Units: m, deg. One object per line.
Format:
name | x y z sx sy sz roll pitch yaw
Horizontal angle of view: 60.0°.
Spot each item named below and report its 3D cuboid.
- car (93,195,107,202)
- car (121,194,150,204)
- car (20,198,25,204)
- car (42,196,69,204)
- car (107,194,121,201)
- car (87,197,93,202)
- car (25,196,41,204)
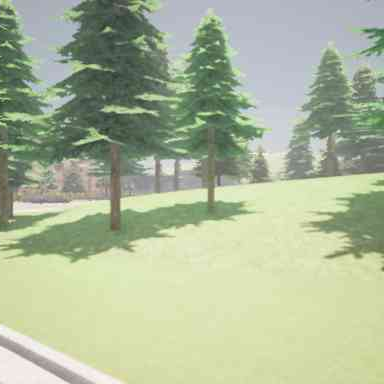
car | -18.999 1.512 75.578 2.033 1.411 5.357 0 0 35
car | -11.295 1.340 66.533 2.097 1.767 4.553 0 0 35
car | -30.834 1.510 64.789 2.128 1.511 4.902 0 0 35
car | -24.827 1.549 61.209 1.994 1.385 4.181 0 0 36
car | -15.913 1.327 73.883 2.097 1.767 4.553 0 0 35
car | -21.881 1.512 77.565 2.033 1.411 5.357 0 0 35
car | -27.909 1.527 62.864 2.033 1.411 5.357 0 0 35
